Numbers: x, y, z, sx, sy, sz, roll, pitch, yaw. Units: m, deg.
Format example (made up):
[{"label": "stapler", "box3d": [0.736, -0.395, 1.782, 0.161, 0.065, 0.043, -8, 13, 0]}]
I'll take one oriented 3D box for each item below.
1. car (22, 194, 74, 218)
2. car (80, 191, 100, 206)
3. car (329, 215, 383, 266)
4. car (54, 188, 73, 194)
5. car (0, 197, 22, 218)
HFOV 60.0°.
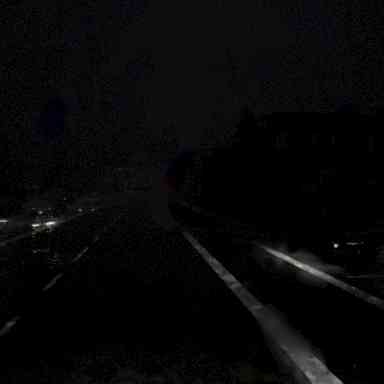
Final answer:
[{"label": "car", "box3d": [-11.198, 1.187, 26.321, 2.128, 1.511, 4.902, 0, 0, -8]}, {"label": "car", "box3d": [-13.509, 1.043, 44.107, 1.882, 1.535, 5.008, 0, 0, -8]}, {"label": "car", "box3d": [6.931, 1.422, 10.671, 4.892, 1.490, 1.837, -1, 1, -5]}, {"label": "car", "box3d": [-16.972, 0.782, 43.606, 2.150, 2.045, 5.566, 0, 0, -8]}, {"label": "car", "box3d": [-14.656, 1.180, 25.779, 1.837, 1.490, 4.892, 0, 0, -8]}]
